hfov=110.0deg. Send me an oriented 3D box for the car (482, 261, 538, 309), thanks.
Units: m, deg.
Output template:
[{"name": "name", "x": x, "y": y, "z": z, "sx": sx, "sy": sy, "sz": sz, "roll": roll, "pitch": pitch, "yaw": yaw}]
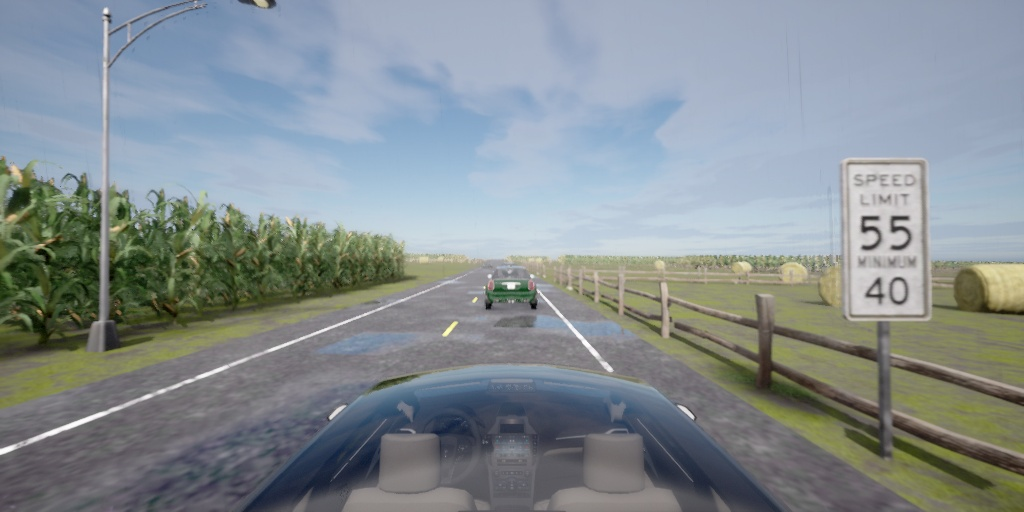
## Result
[{"name": "car", "x": -0.044, "y": 1.234, "z": 15.963, "sx": 2.097, "sy": 1.767, "sz": 4.553, "roll": 0, "pitch": -1, "yaw": 0}]
